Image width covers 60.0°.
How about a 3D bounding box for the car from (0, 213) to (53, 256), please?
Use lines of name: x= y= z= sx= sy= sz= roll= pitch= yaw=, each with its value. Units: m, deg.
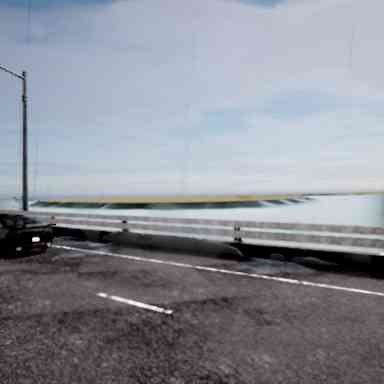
car: x=-7.782 y=1.624 z=13.806 sx=5.008 sy=1.535 sz=1.882 roll=0 pitch=0 yaw=36
